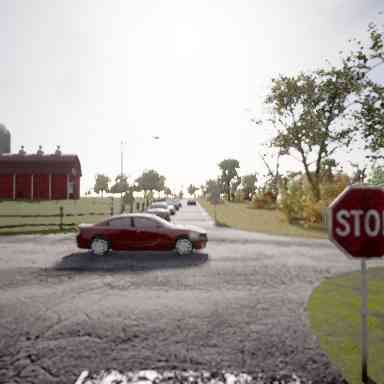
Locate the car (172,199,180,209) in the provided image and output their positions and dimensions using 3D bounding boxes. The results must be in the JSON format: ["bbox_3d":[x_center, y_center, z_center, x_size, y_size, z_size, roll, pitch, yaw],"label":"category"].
[{"bbox_3d":[-2.872,1.834,38.440,2.033,1.411,5.357,0,0,0],"label":"car"}]

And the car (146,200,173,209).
[{"bbox_3d":[-2.830,1.715,28.654,1.837,1.490,4.892,0,0,-1],"label":"car"}]

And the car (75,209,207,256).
[{"bbox_3d":[-1.909,1.574,12.949,5.008,1.535,1.882,0,0,0],"label":"car"}]

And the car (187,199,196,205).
[{"bbox_3d":[-0.058,2.106,70.702,1.994,1.385,4.181,0,0,0],"label":"car"}]

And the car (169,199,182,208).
[{"bbox_3d":[-2.805,2.013,58.394,1.994,1.385,4.181,0,0,1],"label":"car"}]

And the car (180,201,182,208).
[{"bbox_3d":[-2.869,1.844,48.343,1.882,1.535,5.008,0,0,0],"label":"car"}]
